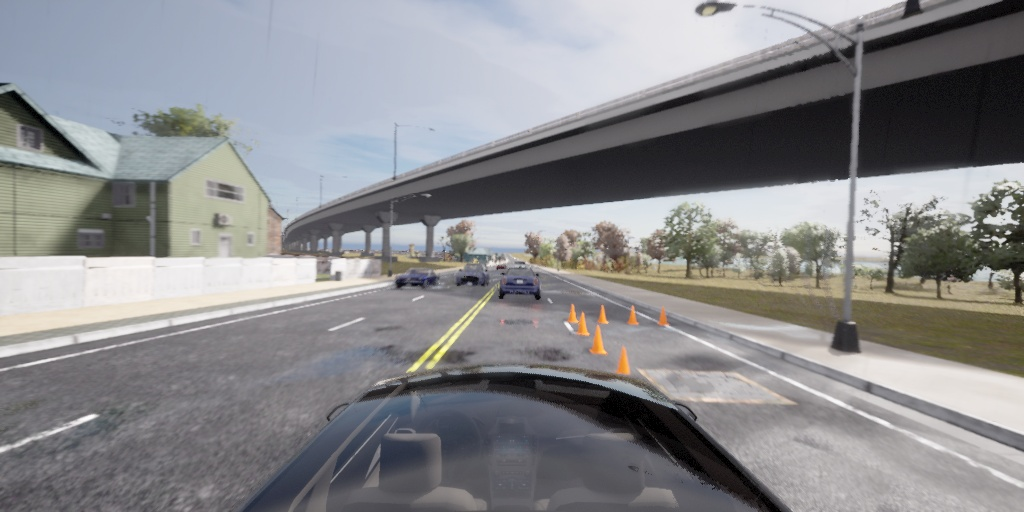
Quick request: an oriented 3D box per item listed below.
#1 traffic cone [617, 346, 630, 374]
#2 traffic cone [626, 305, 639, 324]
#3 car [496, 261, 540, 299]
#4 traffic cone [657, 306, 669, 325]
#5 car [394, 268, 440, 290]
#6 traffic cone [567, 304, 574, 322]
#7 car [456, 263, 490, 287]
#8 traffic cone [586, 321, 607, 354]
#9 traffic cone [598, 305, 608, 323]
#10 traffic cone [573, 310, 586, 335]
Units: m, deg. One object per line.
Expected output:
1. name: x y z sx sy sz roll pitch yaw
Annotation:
1. traffic cone: 1.852 1.810 5.985 0.340 0.580 0.340 0 0 2
2. traffic cone: 4.006 1.945 11.930 0.340 0.580 0.340 0 0 2
3. car: 0.447 1.347 20.127 2.097 1.767 4.553 2 -1 1
4. traffic cone: 5.004 1.972 11.903 0.340 0.580 0.340 0 0 2
5. car: -6.177 1.461 23.784 1.895 1.301 4.718 2 -1 1
6. traffic cone: 2.008 1.891 11.983 0.340 0.580 0.340 0 0 2
7. car: -2.852 1.343 26.897 2.097 1.767 4.553 2 -1 1
8. traffic cone: 1.904 1.837 7.984 0.340 0.580 0.340 0 0 2
9. traffic cone: 3.008 1.918 11.955 0.340 0.580 0.340 0 0 2
10. traffic cone: 1.956 1.864 9.984 0.340 0.580 0.340 0 0 2
